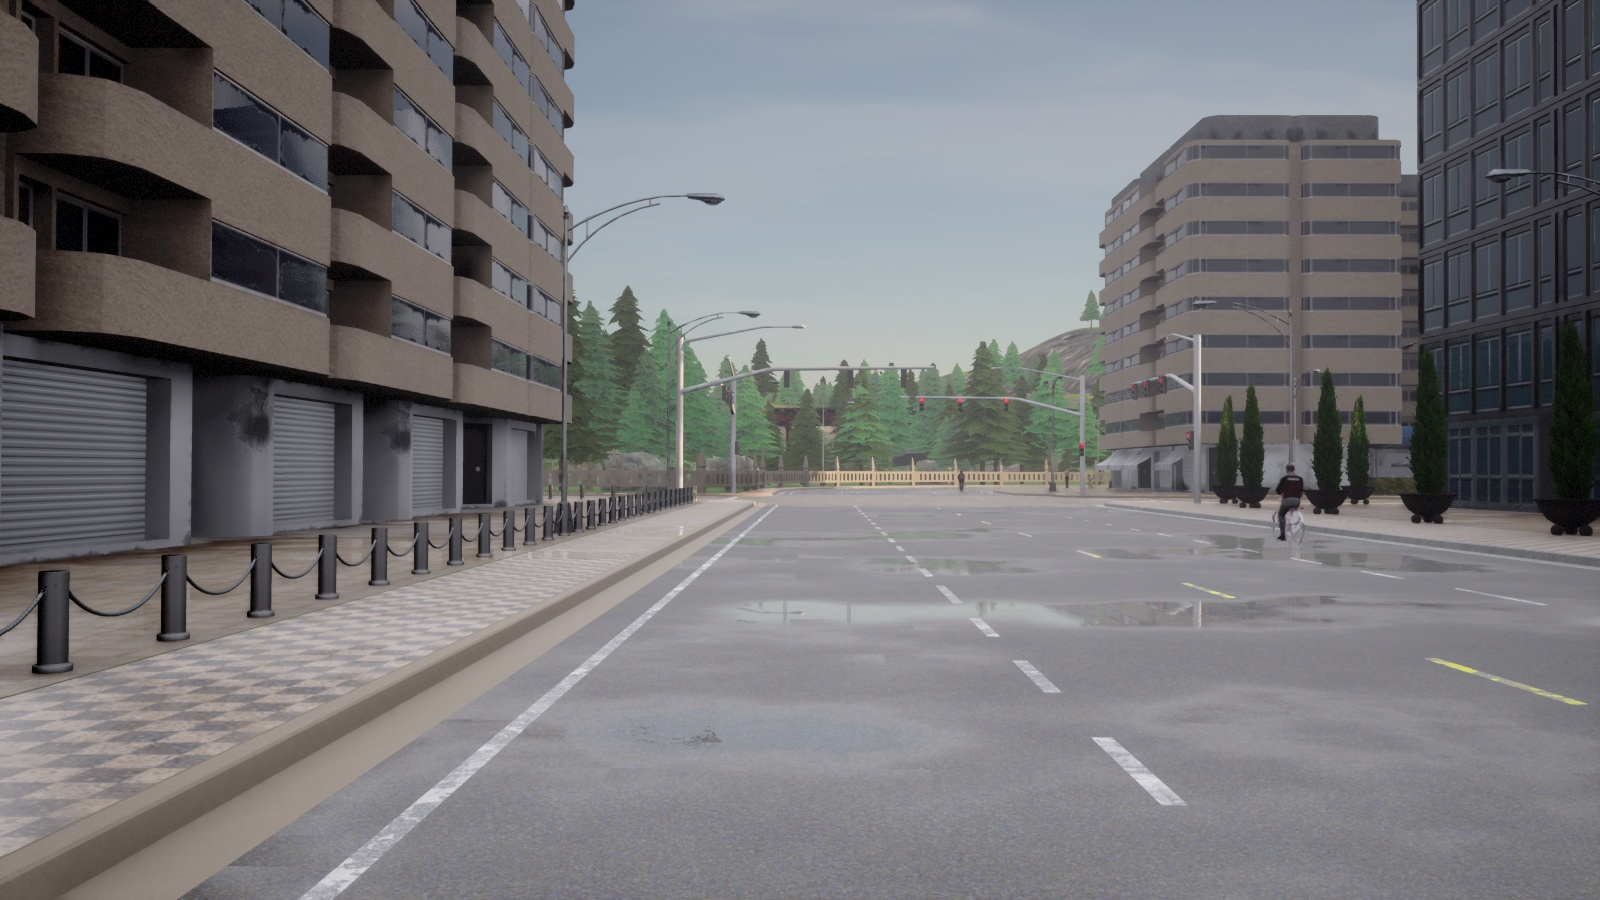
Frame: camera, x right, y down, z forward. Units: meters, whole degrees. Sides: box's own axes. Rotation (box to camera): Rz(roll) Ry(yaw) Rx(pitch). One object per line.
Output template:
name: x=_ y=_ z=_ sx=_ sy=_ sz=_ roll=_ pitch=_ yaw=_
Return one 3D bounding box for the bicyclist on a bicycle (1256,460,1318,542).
bicyclist on a bicycle: x=10.823 y=1.110 z=27.955 sx=0.659 sy=1.776 sz=1.843 roll=0 pitch=-1 yaw=1
